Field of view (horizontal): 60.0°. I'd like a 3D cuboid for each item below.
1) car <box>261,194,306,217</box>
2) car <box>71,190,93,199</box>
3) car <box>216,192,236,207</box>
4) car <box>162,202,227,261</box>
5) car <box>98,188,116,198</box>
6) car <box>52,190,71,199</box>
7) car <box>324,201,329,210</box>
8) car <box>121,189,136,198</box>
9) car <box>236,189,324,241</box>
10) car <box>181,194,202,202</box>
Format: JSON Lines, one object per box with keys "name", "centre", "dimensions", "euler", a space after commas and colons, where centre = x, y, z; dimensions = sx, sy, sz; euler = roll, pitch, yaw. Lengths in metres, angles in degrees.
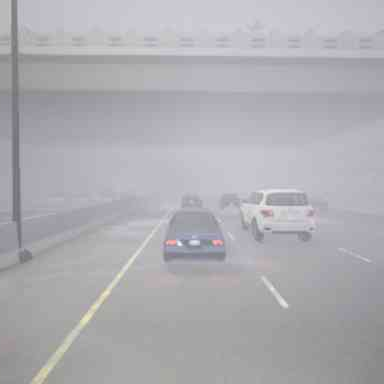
{"name": "car", "centre": [6.995, 0.966, 26.137], "dimensions": [2.033, 1.411, 5.357], "euler": [0, 1, 0]}
{"name": "car", "centre": [-17.789, 0.323, 54.854], "dimensions": [1.812, 1.442, 4.674], "euler": [0, 1, 0]}
{"name": "car", "centre": [3.474, 0.804, 31.641], "dimensions": [1.837, 1.490, 4.892], "euler": [0, 1, 0]}
{"name": "car", "centre": [0.055, 1.300, 11.111], "dimensions": [2.033, 1.411, 5.357], "euler": [0, 1, 0]}
{"name": "car", "centre": [-14.297, 0.126, 55.831], "dimensions": [2.097, 1.767, 4.553], "euler": [0, 1, 0]}
{"name": "car", "centre": [-21.286, 0.371, 54.478], "dimensions": [1.994, 1.385, 4.181], "euler": [0, 1, 0]}
{"name": "car", "centre": [10.481, 0.932, 30.033], "dimensions": [1.895, 1.301, 4.718], "euler": [0, 1, 0]}
{"name": "car", "centre": [-10.789, 0.252, 56.337], "dimensions": [2.128, 1.511, 4.902], "euler": [0, 1, 0]}
{"name": "car", "centre": [3.541, 0.893, 14.682], "dimensions": [2.150, 2.045, 5.566], "euler": [0, 1, 0]}
{"name": "car", "centre": [-0.029, 0.854, 32.097], "dimensions": [1.994, 1.385, 4.181], "euler": [0, 1, 0]}
